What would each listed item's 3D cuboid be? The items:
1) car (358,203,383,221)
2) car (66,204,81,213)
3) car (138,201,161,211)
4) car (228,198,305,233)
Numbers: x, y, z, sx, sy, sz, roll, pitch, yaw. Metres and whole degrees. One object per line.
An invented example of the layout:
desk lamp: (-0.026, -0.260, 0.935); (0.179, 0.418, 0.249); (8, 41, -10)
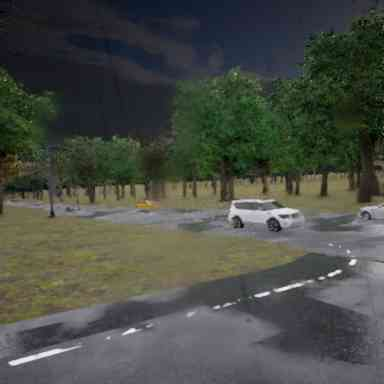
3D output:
car: (13.663, 1.223, 22.389); (1.812, 1.442, 4.674); (-4, 1, -36)
car: (-21.572, 2.891, 60.235); (2.128, 1.511, 4.902); (-5, 2, -31)
car: (-6.557, 2.046, 50.545); (1.882, 1.535, 5.008); (-5, 1, -36)
car: (4.834, 1.498, 22.659); (2.150, 2.045, 5.566); (-5, 1, -36)
